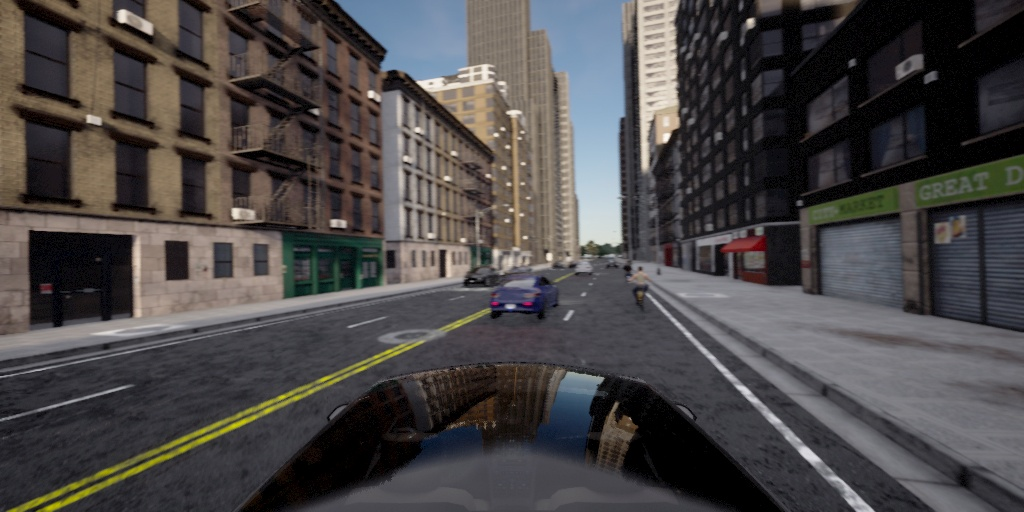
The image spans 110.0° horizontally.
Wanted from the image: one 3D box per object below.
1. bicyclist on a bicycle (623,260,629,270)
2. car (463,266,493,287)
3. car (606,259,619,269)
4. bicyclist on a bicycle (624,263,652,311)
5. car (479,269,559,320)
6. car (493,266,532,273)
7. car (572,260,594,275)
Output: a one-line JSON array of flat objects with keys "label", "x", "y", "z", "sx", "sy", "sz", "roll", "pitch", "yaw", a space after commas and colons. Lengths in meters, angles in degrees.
[{"label": "bicyclist on a bicycle", "x": 7.545, "y": 1.142, "z": 23.351, "sx": 0.659, "sy": 1.776, "sz": 1.843, "roll": -2, "pitch": 0, "yaw": 15}, {"label": "car", "x": -2.258, "y": 1.579, "z": 28.198, "sx": 1.837, "sy": 1.490, "sz": 4.892, "roll": -2, "pitch": -1, "yaw": 15}, {"label": "car", "x": 17.069, "y": 1.415, "z": 61.121, "sx": 1.812, "sy": 1.442, "sz": 4.674, "roll": -2, "pitch": -1, "yaw": 16}, {"label": "bicyclist on a bicycle", "x": 4.795, "y": 1.179, "z": 13.376, "sx": 0.866, "sy": 1.612, "sz": 1.509, "roll": -2, "pitch": -1, "yaw": 16}, {"label": "car", "x": 0.564, "y": 1.376, "z": 13.144, "sx": 1.812, "sy": 1.442, "sz": 4.674, "roll": -2, "pitch": -1, "yaw": 15}, {"label": "car", "x": 0.569, "y": 1.473, "z": 26.220, "sx": 2.128, "sy": 1.511, "sz": 4.902, "roll": -2, "pitch": -1, "yaw": 15}, {"label": "car", "x": 8.468, "y": 1.457, "z": 42.015, "sx": 1.812, "sy": 1.442, "sz": 4.674, "roll": -2, "pitch": -1, "yaw": 15}]
